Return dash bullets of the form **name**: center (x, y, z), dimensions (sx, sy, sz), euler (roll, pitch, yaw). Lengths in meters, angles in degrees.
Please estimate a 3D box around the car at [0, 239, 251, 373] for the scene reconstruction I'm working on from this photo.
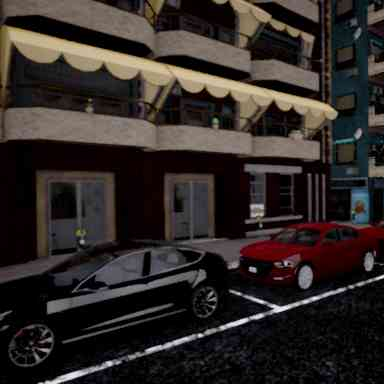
- **car**: center (-1.286, 1.555, 5.651), dimensions (4.313, 1.339, 1.947), euler (0, 0, -35)

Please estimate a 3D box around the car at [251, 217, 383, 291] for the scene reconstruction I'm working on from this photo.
- **car**: center (3.210, 1.506, 8.859), dimensions (4.507, 1.381, 1.887), euler (0, 0, -35)
